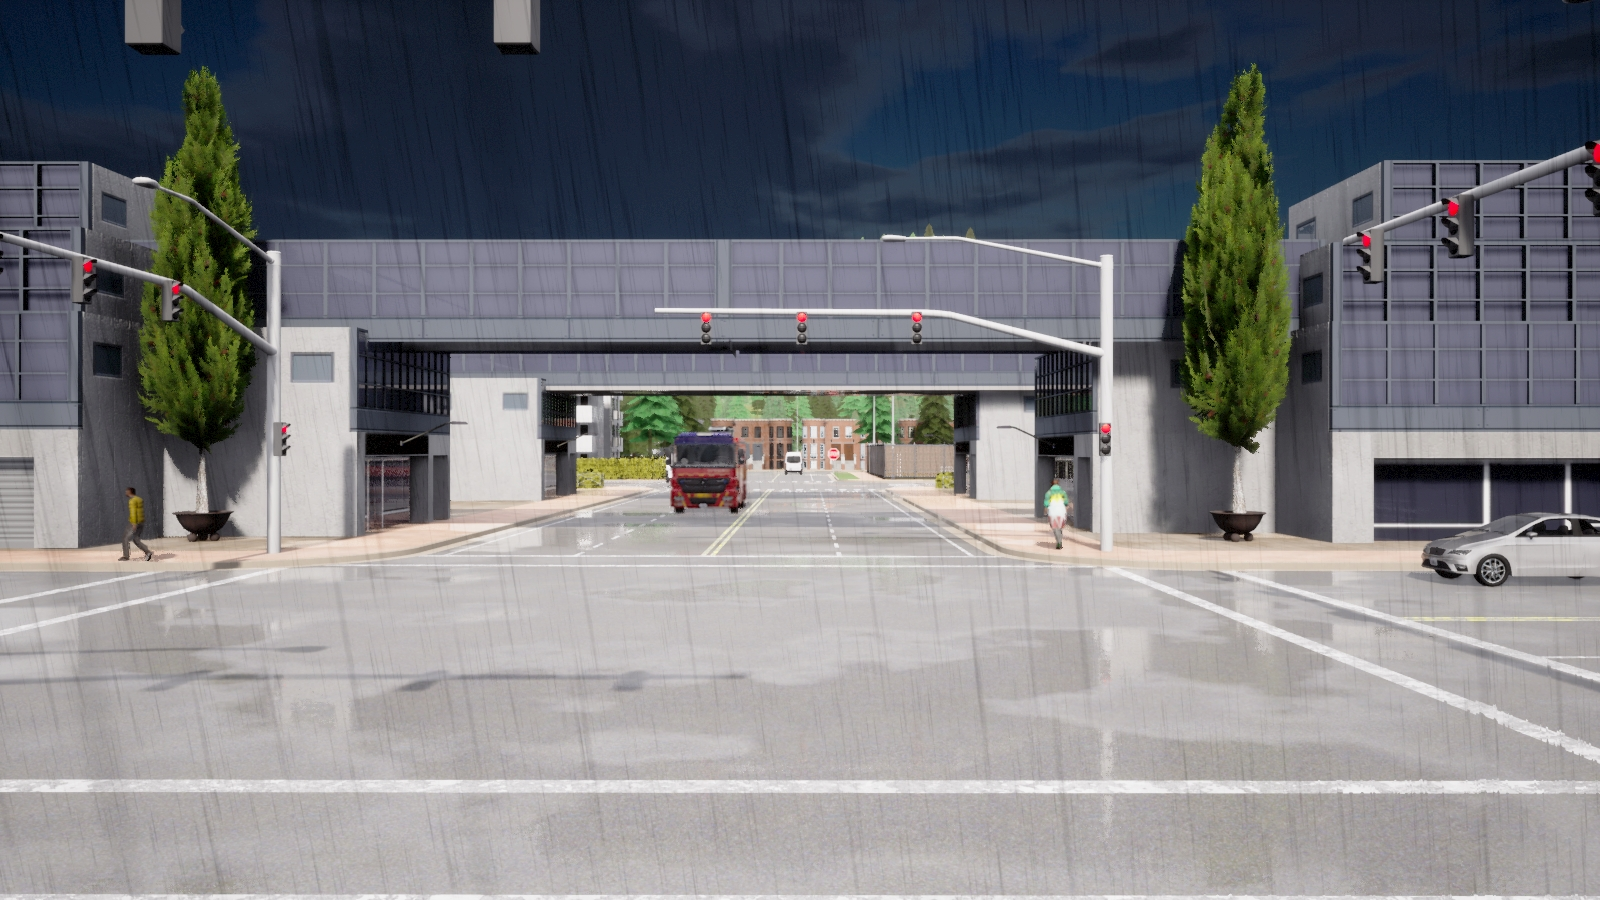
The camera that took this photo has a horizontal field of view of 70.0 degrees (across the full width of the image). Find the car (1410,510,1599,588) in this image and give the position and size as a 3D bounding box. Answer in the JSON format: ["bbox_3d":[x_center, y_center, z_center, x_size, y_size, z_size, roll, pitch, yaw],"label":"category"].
[{"bbox_3d":[15.490,2.066,24.189,4.193,1.474,1.816,0,0,0],"label":"car"}]

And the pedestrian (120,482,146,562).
[{"bbox_3d":[-15.720,1.696,26.927,0.375,1.860,0.375,0,0,7],"label":"pedestrian"}]

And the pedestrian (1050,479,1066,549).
[{"bbox_3d":[6.890,1.698,30.518,0.375,1.860,0.375,0,0,2],"label":"pedestrian"}]

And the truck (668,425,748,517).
[{"bbox_3d":[-4.052,0.890,51.919,2.891,3.827,8.468,0,0,0],"label":"truck"}]
